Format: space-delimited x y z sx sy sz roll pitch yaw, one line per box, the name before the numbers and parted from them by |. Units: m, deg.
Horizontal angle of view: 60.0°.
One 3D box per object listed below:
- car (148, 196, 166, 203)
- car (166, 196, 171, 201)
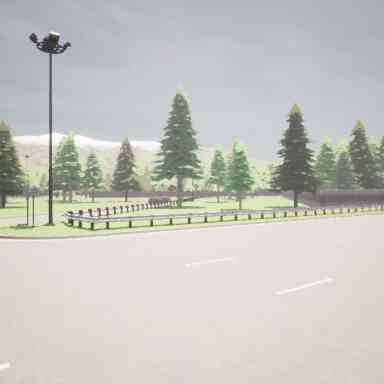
car | -6.563 1.491 59.644 2.128 1.511 4.902 0 0 6
car | -5.586 1.525 69.766 1.812 1.442 4.674 0 0 5
